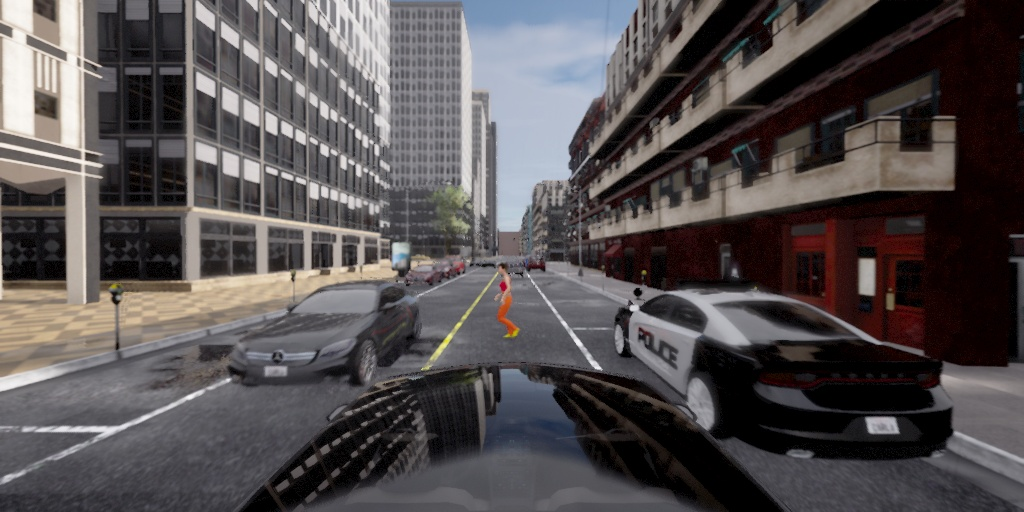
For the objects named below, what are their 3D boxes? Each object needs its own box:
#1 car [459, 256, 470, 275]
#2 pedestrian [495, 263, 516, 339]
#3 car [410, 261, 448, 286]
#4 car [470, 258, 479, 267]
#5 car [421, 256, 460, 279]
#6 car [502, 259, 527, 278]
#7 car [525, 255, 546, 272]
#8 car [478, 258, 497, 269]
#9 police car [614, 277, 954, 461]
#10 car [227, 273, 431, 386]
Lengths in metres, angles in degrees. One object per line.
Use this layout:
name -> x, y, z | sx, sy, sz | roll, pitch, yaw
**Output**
car -> -5.685, 0.872, 34.628 | 2.192, 1.841, 5.009 | 0, 0, 0
pedestrian -> -0.167, 1.004, 8.441 | 0.375, 1.860, 0.375 | 0, 0, -1
car -> -5.687, 1.203, 23.526 | 1.802, 1.307, 4.207 | 0, 0, 0
car -> -5.683, 1.000, 56.831 | 1.948, 1.339, 4.313 | 0, 0, 0
car -> -5.687, 1.029, 29.077 | 1.967, 1.591, 4.097 | 0, 0, 0
car -> 0.086, 1.178, 31.195 | 1.895, 1.301, 4.718 | 0, 0, 0
car -> 2.695, 0.841, 40.179 | 2.192, 1.841, 5.009 | 0, 0, 0
car -> -3.077, 1.078, 48.883 | 1.895, 1.301, 4.718 | 0, 0, 0
police car -> 3.001, 1.153, 5.491 | 1.930, 1.638, 5.238 | 0, 0, 0
car -> -3.098, 1.244, 7.032 | 1.812, 1.442, 4.674 | 0, 0, 0
